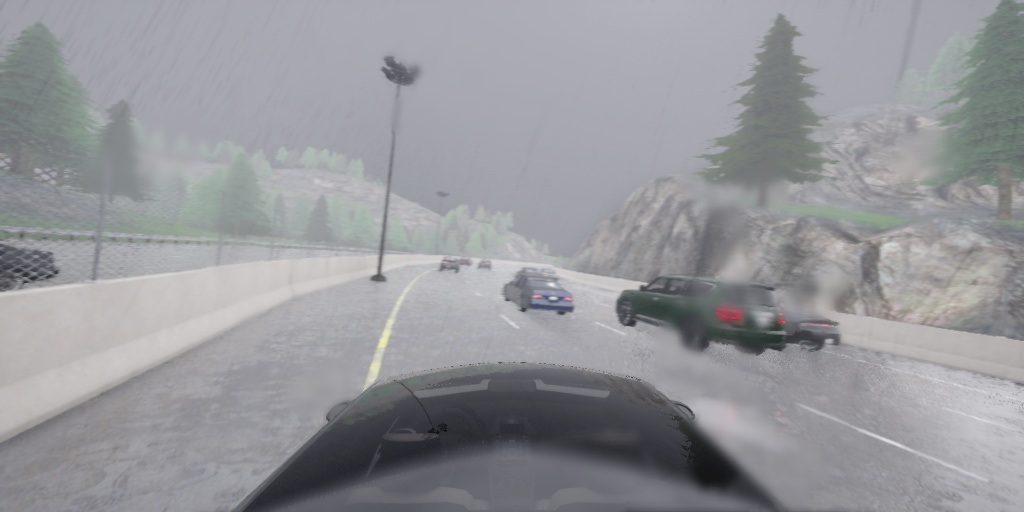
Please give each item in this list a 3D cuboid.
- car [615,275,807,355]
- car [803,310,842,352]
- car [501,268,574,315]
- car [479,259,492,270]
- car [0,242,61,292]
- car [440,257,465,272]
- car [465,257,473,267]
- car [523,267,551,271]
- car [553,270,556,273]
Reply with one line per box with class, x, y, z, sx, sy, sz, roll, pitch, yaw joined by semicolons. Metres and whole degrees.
car;5.539;1.644;11.417;2.150;2.045;5.566;6;0;-14
car;8.803;2.279;12.945;2.128;1.511;4.902;6;0;-14
car;0.916;1.507;15.126;2.033;1.411;5.357;6;0;-12
car;-4.145;1.262;56.289;2.128;1.511;4.902;6;0;0
car;-11.324;0.117;6.244;2.033;1.411;5.357;6;-1;-15
car;-6.484;0.852;37.838;2.128;1.511;4.902;6;0;-6
car;-7.671;0.896;59.415;1.882;1.535;5.008;6;0;1
car;1.479;1.701;30.645;2.033;1.411;5.357;6;0;-8
car;3.798;2.082;39.789;1.895;1.301;4.718;6;0;-6
